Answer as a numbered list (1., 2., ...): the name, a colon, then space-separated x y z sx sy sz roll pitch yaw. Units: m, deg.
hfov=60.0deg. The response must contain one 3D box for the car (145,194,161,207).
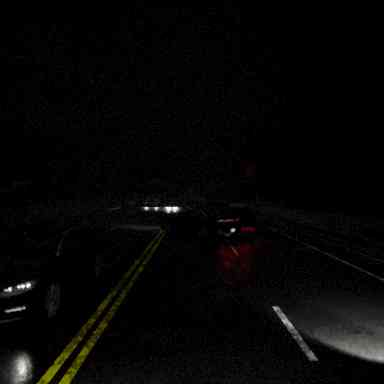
1. car: -6.487 1.408 55.703 2.150 2.045 5.566 0 0 0

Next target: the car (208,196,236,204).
1. car: 6.248 1.618 68.809 5.357 1.411 2.033 1 2 21

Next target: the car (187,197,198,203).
1. car: 0.032 1.697 60.324 1.812 1.442 4.674 0 0 0

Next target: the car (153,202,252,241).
1. car: 0.323 1.495 16.884 2.128 1.511 4.902 0 0 -39

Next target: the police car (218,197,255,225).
1. police car: 3.256 1.440 24.226 1.930 1.638 5.238 0 0 0

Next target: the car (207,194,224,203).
1. car: 3.261 1.318 46.165 2.150 2.045 5.566 0 0 0

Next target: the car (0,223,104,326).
1. car: -3.347 1.488 7.343 2.128 1.511 4.902 0 0 0

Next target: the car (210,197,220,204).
1. car: 3.259 1.551 35.125 1.837 1.490 4.892 0 0 0

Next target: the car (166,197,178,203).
1. car: -3.240 1.638 55.328 2.128 1.511 4.902 0 0 0
